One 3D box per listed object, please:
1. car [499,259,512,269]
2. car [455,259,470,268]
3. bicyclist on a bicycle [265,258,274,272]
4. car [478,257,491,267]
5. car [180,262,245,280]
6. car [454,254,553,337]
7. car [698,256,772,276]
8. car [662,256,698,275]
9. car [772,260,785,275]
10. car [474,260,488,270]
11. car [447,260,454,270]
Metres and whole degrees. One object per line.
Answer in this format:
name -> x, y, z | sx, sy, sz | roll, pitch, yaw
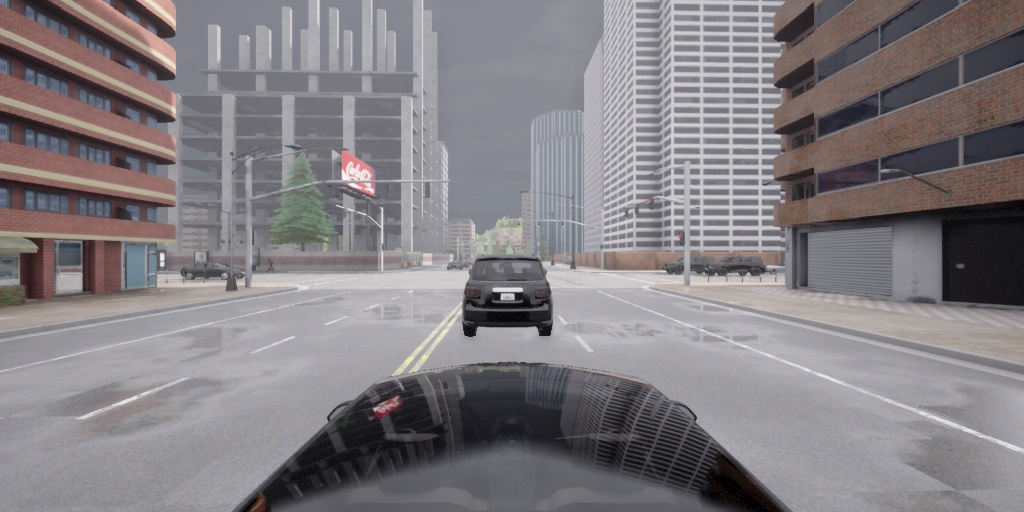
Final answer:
car -> -1.012, 1.227, 56.196 | 1.882, 1.535, 5.008 | 0, 0, -1
car -> -8.286, 1.255, 60.353 | 1.837, 1.490, 4.892 | 0, 0, -1
bicyclist on a bicycle -> -28.715, 1.051, 42.505 | 0.582, 1.620, 1.656 | 0, 0, -1
car -> -4.845, 1.102, 64.303 | 2.097, 1.767, 4.553 | 0, 0, -1
car -> -25.326, 1.255, 30.610 | 4.892, 1.490, 1.837 | 0, 0, -1
car -> -0.122, 0.972, 10.392 | 2.150, 2.045, 5.566 | 0, 0, -1
car -> 21.988, 0.971, 35.549 | 5.566, 2.045, 2.150 | 0, 0, -2
car -> 19.376, 0.972, 38.978 | 5.566, 2.045, 2.150 | 0, 0, -1
car -> 29.506, 1.351, 39.232 | 4.718, 1.301, 1.895 | 0, 0, -1
car -> -4.679, 1.314, 54.613 | 1.994, 1.385, 4.181 | 0, 0, -1
car -> -8.124, 1.314, 51.781 | 1.994, 1.385, 4.181 | 0, 0, -1
